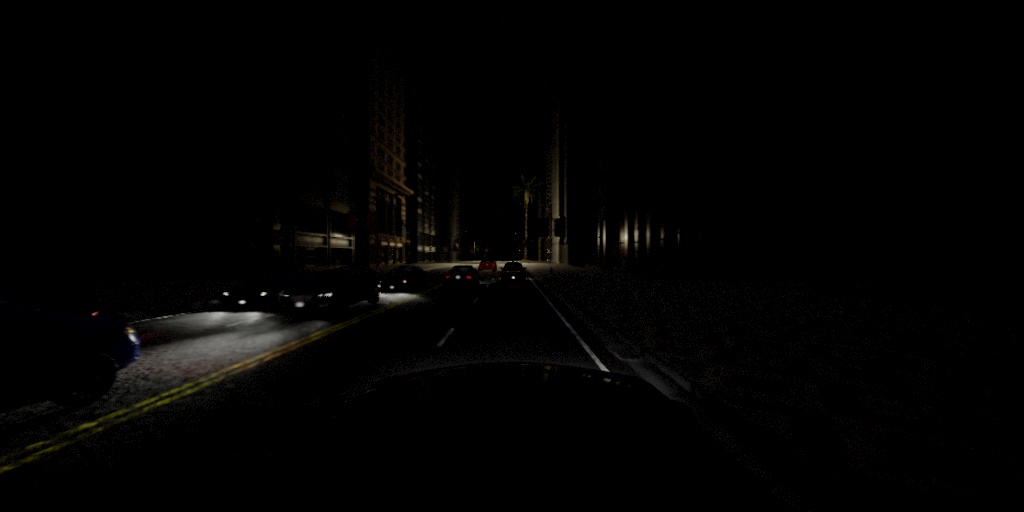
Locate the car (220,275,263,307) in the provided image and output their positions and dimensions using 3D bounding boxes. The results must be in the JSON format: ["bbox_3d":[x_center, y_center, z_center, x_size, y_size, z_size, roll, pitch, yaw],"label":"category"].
[{"bbox_3d":[-9.805,1.299,15.703,2.033,1.411,5.357,0,0,0],"label":"car"}]

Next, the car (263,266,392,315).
[{"bbox_3d":[-6.569,1.243,13.556,2.128,1.511,4.902,0,0,0],"label":"car"}]

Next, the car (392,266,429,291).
[{"bbox_3d":[-6.502,1.301,22.100,2.033,1.411,5.357,0,0,0],"label":"car"}]

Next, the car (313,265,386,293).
[{"bbox_3d":[-9.752,1.300,22.100,2.033,1.411,5.357,0,0,0],"label":"car"}]

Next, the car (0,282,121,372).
[{"bbox_3d":[-9.843,1.296,5.402,2.033,1.411,5.357,0,0,0],"label":"car"}]

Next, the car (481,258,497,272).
[{"bbox_3d":[-3.154,1.113,47.469,2.097,1.767,4.553,0,0,0],"label":"car"}]

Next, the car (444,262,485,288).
[{"bbox_3d":[-3.153,1.302,23.480,2.033,1.411,5.357,0,0,0],"label":"car"}]

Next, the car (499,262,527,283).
[{"bbox_3d":[0.097,1.263,27.886,1.837,1.490,4.892,0,0,0],"label":"car"}]

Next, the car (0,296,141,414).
[{"bbox_3d":[-6.593,1.275,3.560,1.812,1.442,4.674,0,0,0],"label":"car"}]
